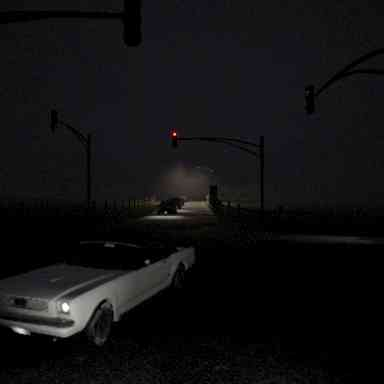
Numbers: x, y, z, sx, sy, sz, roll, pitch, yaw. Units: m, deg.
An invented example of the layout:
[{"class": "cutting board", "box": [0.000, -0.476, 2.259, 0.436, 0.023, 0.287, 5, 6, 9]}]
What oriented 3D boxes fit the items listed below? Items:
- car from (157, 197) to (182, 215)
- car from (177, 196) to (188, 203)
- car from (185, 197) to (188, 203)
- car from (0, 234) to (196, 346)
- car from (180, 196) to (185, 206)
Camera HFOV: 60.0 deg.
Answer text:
[{"class": "car", "box": [-2.465, 1.553, 34.216, 2.033, 1.411, 5.357, 0, 0, 0]}, {"class": "car", "box": [-1.912, 1.583, 68.449, 1.994, 1.385, 4.181, 0, 0, 1]}, {"class": "car", "box": [-2.190, 1.561, 54.704, 2.033, 1.411, 5.357, 0, 0, 1]}, {"class": "car", "box": [-1.580, 1.598, 6.641, 1.895, 1.301, 4.718, 0, 0, 21]}, {"class": "car", "box": [-2.326, 1.514, 44.263, 1.837, 1.490, 4.892, 0, 0, 1]}]
